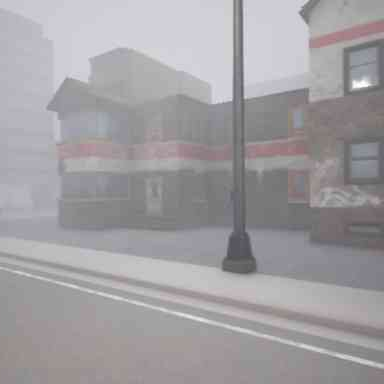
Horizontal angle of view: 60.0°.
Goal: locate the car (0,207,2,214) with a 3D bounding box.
[{"bbox_3d":[-19.824,1.678,29.999,2.038,1.542,4.974,0,0,15],"label":"car"}]
